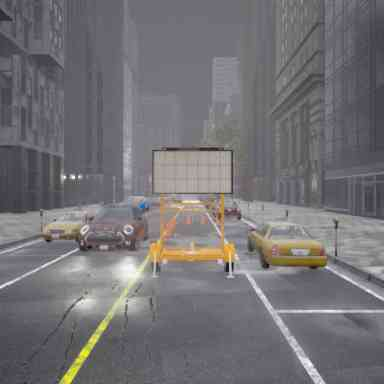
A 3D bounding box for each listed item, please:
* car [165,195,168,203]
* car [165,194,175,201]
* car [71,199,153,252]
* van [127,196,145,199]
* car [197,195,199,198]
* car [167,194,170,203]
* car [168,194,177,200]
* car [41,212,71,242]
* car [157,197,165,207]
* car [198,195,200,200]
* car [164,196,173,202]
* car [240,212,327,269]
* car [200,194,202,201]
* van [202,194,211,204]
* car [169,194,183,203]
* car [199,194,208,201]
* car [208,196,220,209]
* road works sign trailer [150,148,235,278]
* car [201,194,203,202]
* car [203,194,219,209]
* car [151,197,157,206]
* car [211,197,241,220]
[{"bbox_3d":[-5.571,1.574,55.934,1.887,1.381,4.507,0,0,0],"label":"car"},{"bbox_3d":[-5.523,1.412,84.128,2.192,1.841,5.009,0,0,0],"label":"car"},{"bbox_3d":[-3.077,1.346,13.884,2.097,1.767,4.553,0,0,0],"label":"car"},{"bbox_3d":[-5.609,1.335,33.379,1.690,1.788,3.998,0,0,0],"label":"van"},{"bbox_3d":[3.002,1.663,84.103,1.947,1.339,4.313,0,0,0],"label":"car"},{"bbox_3d":[-5.551,1.632,67.213,1.802,1.307,4.206,0,0,0],"label":"car"},{"bbox_3d":[-5.504,1.457,95.407,2.192,1.841,5.009,0,0,0],"label":"car"},{"bbox_3d":[-5.640,1.519,16.254,1.752,1.417,4.829,0,0,1],"label":"car"},{"bbox_3d":[-5.581,1.458,50.296,1.967,1.590,4.097,0,0,0],"label":"car"},{"bbox_3d":[2.993,1.659,78.465,1.802,1.307,4.206,0,0,0],"label":"car"},{"bbox_3d":[-5.533,1.602,78.320,1.752,1.417,4.829,0,0,0],"label":"car"},{"bbox_3d":[2.884,1.521,10.994,1.752,1.417,4.829,0,0,1],"label":"car"},{"bbox_3d":[2.964,1.480,61.546,1.967,1.590,4.097,0,0,0],"label":"car"},{"bbox_3d":[2.974,1.391,67.186,1.690,1.788,3.998,0,0,0],"label":"van"},{"bbox_3d":[-2.887,1.552,65.373,1.837,1.490,4.892,0,0,0],"label":"car"},{"bbox_3d":[3.012,1.435,89.744,2.192,1.841,5.009,0,0,0],"label":"car"},{"bbox_3d":[2.916,1.434,33.348,1.967,1.590,4.097,0,0,0],"label":"car"},{"bbox_3d":[0.016,0.461,10.109,2.380,3.560,2.880,0,0,0],"label":"road works sign trailer"},{"bbox_3d":[2.945,1.333,50.267,2.192,1.841,5.009,0,0,0],"label":"car"},{"bbox_3d":[2.935,1.323,44.628,2.192,1.841,5.009,0,0,0],"label":"car"},{"bbox_3d":[-5.600,1.565,39.017,1.947,1.339,4.313,0,0,0],"label":"car"},{"bbox_3d":[2.906,1.431,27.710,1.967,1.590,4.097,0,0,0],"label":"car"}]
